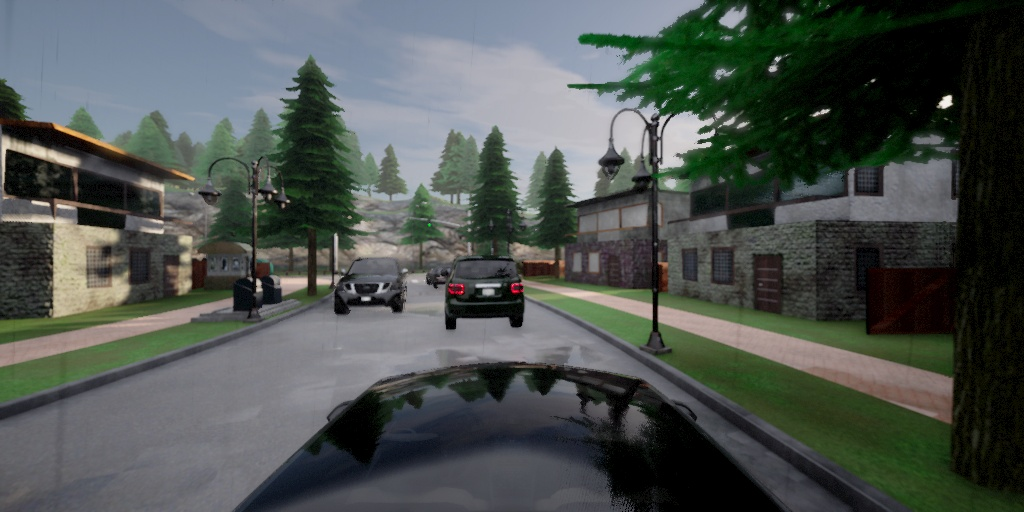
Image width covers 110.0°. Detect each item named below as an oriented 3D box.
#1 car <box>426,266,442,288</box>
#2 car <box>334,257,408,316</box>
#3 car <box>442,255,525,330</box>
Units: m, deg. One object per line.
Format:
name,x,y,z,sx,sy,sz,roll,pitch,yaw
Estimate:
car,-4.827,1.428,25.071,2.033,1.411,5.357,0,0,-21
car,-5.370,1.042,14.290,2.150,2.045,5.566,0,0,-14
car,-1.068,1.023,11.581,2.150,2.045,5.566,0,-1,-10
